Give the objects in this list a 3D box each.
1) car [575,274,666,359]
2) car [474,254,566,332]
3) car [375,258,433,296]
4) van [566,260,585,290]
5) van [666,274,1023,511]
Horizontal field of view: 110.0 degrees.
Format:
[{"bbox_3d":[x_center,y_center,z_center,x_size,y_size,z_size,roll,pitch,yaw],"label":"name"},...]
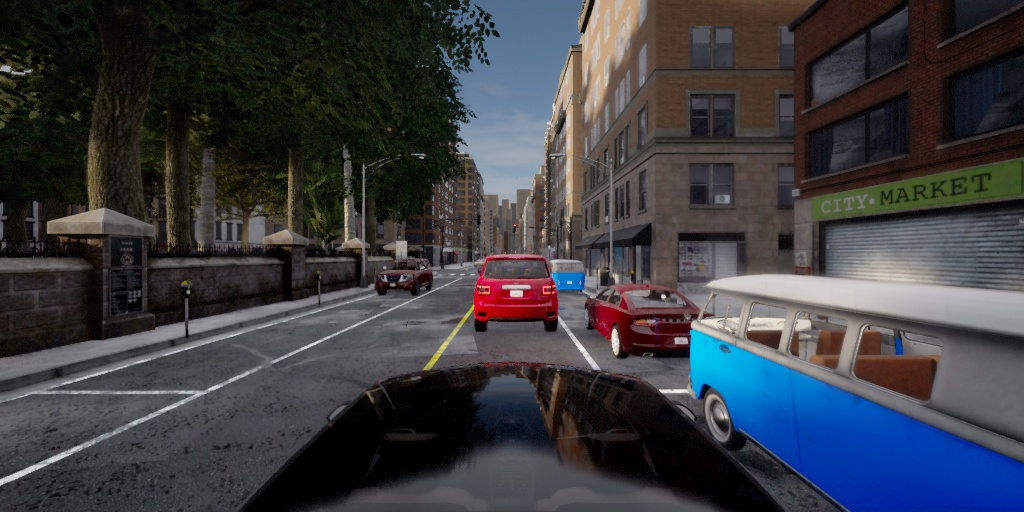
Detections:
[{"bbox_3d":[2.855,1.294,8.277,1.888,1.381,4.507,0,0,0],"label":"car"},{"bbox_3d":[0.096,0.970,11.036,2.150,2.045,5.566,0,0,0],"label":"car"},{"bbox_3d":[-5.671,1.059,19.557,2.192,1.841,5.009,0,0,0],"label":"car"},{"bbox_3d":[2.854,1.085,19.598,1.690,1.789,3.998,0,0,0],"label":"van"},{"bbox_3d":[2.856,1.091,2.616,1.690,1.789,3.998,0,0,0],"label":"van"}]
